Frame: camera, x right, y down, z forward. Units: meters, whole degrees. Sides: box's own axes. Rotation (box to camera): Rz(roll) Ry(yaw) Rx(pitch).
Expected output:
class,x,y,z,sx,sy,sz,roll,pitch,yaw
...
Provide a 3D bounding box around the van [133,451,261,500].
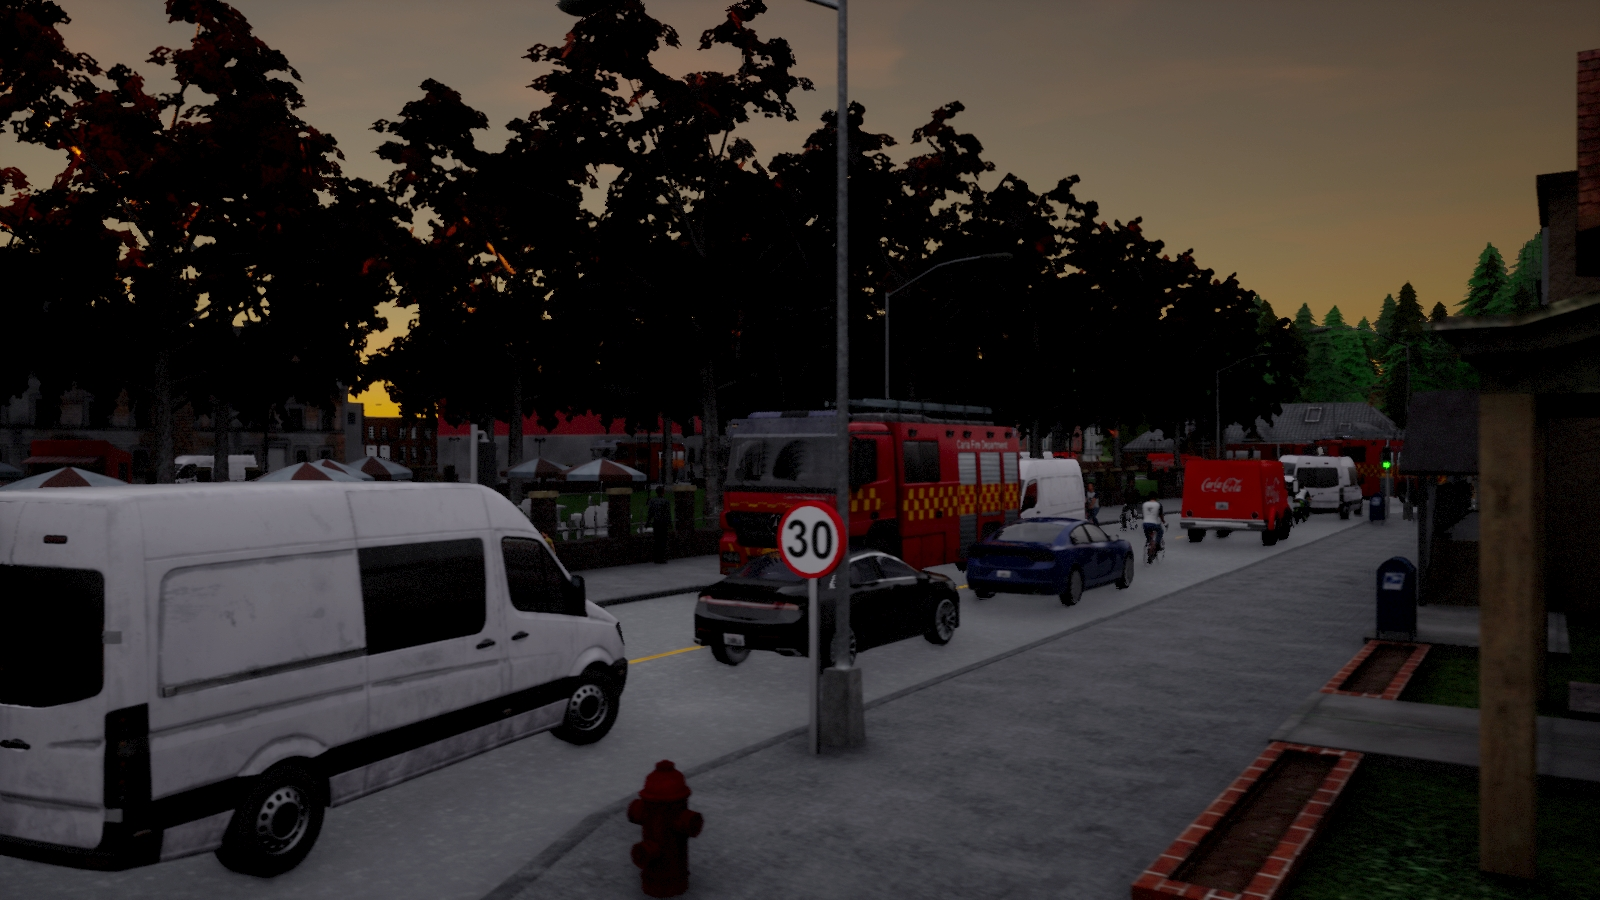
class,x,y,z,sx,sy,sz,roll,pitch,yaw
van,-32.576,1.315,61.949,1.988,2.561,5.915,0,0,34

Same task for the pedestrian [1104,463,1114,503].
class,x,y,z,sx,sy,sz,roll,pitch,yaw
pedestrian,14.396,1.527,53.208,0.375,1.860,0.375,0,0,34

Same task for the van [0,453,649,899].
class,x,y,z,sx,sy,sz,roll,pitch,yaw
van,-3.640,1.315,9.539,1.988,2.561,5.915,0,0,23

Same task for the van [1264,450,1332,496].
class,x,y,z,sx,sy,sz,roll,pitch,yaw
van,28.866,1.326,66.128,1.988,2.561,5.915,0,-1,41

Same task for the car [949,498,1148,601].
class,x,y,z,sx,sy,sz,roll,pitch,yaw
car,4.966,1.815,22.232,2.097,1.535,5.006,0,0,34

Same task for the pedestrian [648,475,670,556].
class,x,y,z,sx,sy,sz,roll,pitch,yaw
pedestrian,-3.296,1.525,26.737,0.375,1.860,0.375,0,0,24

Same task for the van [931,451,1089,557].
class,x,y,z,sx,sy,sz,roll,pitch,yaw
van,5.774,1.315,30.668,1.988,2.561,5.915,0,0,34

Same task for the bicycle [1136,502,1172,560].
class,x,y,z,sx,sy,sz,roll,pitch,yaw
bicycle,8.583,1.937,27.655,0.373,1.296,1.643,0,0,34

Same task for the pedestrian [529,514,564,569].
class,x,y,z,sx,sy,sz,roll,pitch,yaw
pedestrian,-5.269,1.897,23.781,0.500,1.100,0.500,0,0,34

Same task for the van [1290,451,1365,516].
class,x,y,z,sx,sy,sz,roll,pitch,yaw
van,22.339,1.317,48.253,1.988,2.561,5.915,0,0,34

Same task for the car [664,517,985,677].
class,x,y,z,sx,sy,sz,roll,pitch,yaw
car,0.539,1.828,15.647,2.128,1.511,4.902,0,0,33

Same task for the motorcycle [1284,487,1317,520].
class,x,y,z,sx,sy,sz,roll,pitch,yaw
motorcycle,18.889,1.994,43.115,0.803,1.145,2.033,0,0,34

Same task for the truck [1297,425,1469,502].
class,x,y,z,sx,sy,sz,roll,pitch,yaw
truck,31.043,0.672,61.331,2.891,3.827,8.468,0,0,-20

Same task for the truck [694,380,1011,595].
class,x,y,z,sx,sy,sz,roll,pitch,yaw
truck,1.506,0.671,24.711,2.891,3.827,8.468,0,0,34

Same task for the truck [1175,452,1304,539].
class,x,y,z,sx,sy,sz,roll,pitch,yaw
truck,13.624,1.334,35.201,2.627,2.467,5.204,0,-1,34
